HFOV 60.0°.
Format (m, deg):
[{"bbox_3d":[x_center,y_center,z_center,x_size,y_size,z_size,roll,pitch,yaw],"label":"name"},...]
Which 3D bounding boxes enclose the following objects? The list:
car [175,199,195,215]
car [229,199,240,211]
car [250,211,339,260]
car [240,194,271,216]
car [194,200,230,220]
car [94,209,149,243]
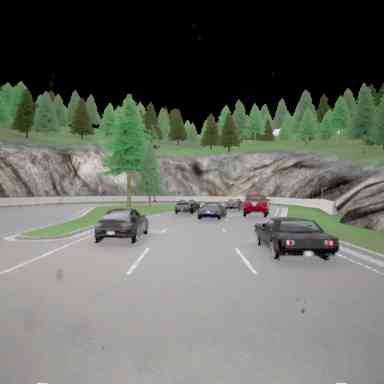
[{"bbox_3d":[-0.320,1.490,34.054,2.128,1.511,4.902,0,0,15],"label":"car"},{"bbox_3d":[5.290,1.547,41.154,2.033,1.411,5.357,0,0,16],"label":"car"},{"bbox_3d":[3.623,1.601,12.469,1.895,1.301,4.718,0,0,1],"label":"car"},{"bbox_3d":[6.249,1.220,31.861,2.150,2.045,5.566,0,0,16],"label":"car"},{"bbox_3d":[1.795,1.564,28.409,1.994,1.385,4.181,0,0,14],"label":"car"},{"bbox_3d":[-3.302,1.526,16.073,1.812,1.442,4.674,0,0,2],"label":"car"}]
